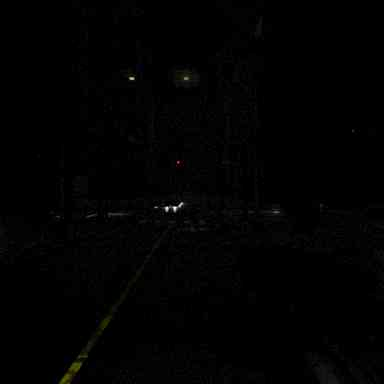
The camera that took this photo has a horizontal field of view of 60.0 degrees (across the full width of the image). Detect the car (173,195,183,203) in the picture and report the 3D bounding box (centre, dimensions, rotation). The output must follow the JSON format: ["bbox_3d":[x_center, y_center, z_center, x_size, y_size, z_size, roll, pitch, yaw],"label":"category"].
[{"bbox_3d":[-2.990,1.517,72.944,2.128,1.511,4.902,0,0,0],"label":"car"}]

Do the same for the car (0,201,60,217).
[{"bbox_3d":[-15.014,1.594,30.289,4.718,1.301,1.895,0,0,-2],"label":"car"}]

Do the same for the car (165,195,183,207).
[{"bbox_3d":[-3.036,1.541,52.979,2.033,1.411,5.357,0,0,4],"label":"car"}]

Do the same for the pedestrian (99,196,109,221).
[{"bbox_3d":[-6.273,1.139,23.608,0.375,1.860,0.375,0,0,0],"label":"pedestrian"}]

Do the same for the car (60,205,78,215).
[{"bbox_3d":[-14.075,1.588,33.544,4.718,1.301,1.895,0,0,0],"label":"car"}]

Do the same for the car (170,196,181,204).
[{"bbox_3d":[-3.040,1.470,62.782,1.882,1.535,5.008,0,0,0],"label":"car"}]

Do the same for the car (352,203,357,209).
[{"bbox_3d":[22.022,1.612,40.077,4.718,1.301,1.895,0,0,0],"label":"car"}]

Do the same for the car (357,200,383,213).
[{"bbox_3d":[21.414,1.617,36.831,4.718,1.301,1.895,0,0,0],"label":"car"}]

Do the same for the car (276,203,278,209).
[{"bbox_3d":[12.648,1.491,40.119,4.902,1.511,2.128,0,0,0],"label":"car"}]

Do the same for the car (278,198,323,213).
[{"bbox_3d":[12.208,1.569,36.870,4.181,1.385,1.994,0,0,0],"label":"car"}]
